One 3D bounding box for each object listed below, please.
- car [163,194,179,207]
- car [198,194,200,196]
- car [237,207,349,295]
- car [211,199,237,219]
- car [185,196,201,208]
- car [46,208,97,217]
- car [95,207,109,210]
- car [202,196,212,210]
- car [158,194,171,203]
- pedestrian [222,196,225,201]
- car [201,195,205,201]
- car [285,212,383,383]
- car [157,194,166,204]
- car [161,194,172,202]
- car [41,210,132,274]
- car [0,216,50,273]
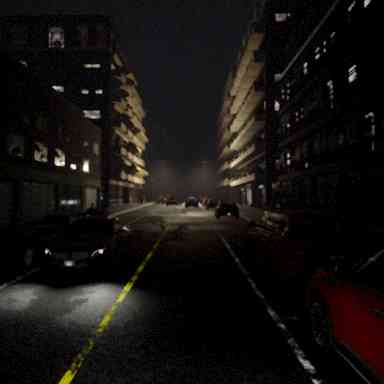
[{"bbox_3d":[-3.113,1.549,53.310,1.812,1.442,4.674,0,0,0],"label":"car"},{"bbox_3d":[-0.063,1.578,65.480,2.033,1.411,5.357,0,0,0],"label":"car"},{"bbox_3d":[2.696,1.319,8.591,2.192,1.841,5.009,1,0,0],"label":"car"},{"bbox_3d":[2.972,1.518,29.071,1.837,1.490,4.892,0,0,0],"label":"car"},{"bbox_3d":[-0.007,1.622,47.189,1.895,1.301,4.718,0,0,1],"label":"car"},{"bbox_3d":[-5.693,1.588,14.194,1.802,1.307,4.206,1,0,0],"label":"car"},{"bbox_3d":[-5.699,1.590,19.765,1.802,1.307,4.206,1,0,0],"label":"car"},{"bbox_3d":[2.661,1.569,42.018,2.008,1.369,4.403,1,0,0],"label":"car"},{"bbox_3d":[-5.742,1.347,69.905,2.192,1.841,5.009,1,0,0],"label":"car"},{"bbox_3d":[2.970,1.308,32.030,0.375,1.860,0.375,1,-1,-5],"label":"pedestrian"},{"bbox_3d":[2.650,1.549,53.330,1.752,1.417,4.829,1,0,0],"label":"car"},{"bbox_3d":[2.701,1.316,3.020,2.192,1.841,5.009,1,0,0],"label":"car"},{"bbox_3d":[-5.741,1.595,64.335,1.947,1.339,4.313,1,0,0],"label":"car"},{"bbox_3d":[-5.748,1.350,75.477,2.192,1.841,5.009,1,0,0],"label":"car"},{"bbox_3d":[-3.111,1.530,10.742,1.812,1.442,4.674,0,0,0],"label":"car"},{"bbox_3d":[-5.687,1.548,8.624,1.887,1.381,4.507,1,0,0],"label":"car"}]
